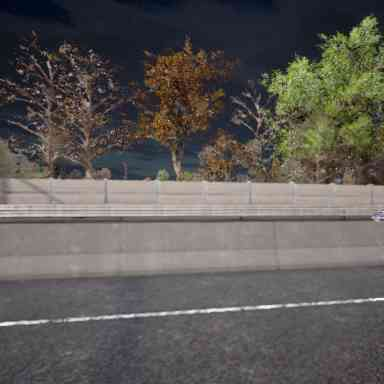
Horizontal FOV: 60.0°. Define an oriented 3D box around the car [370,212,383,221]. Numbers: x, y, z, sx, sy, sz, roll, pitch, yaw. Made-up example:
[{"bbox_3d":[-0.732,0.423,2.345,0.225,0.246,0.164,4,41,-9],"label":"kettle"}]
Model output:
[{"bbox_3d":[16.442,1.922,26.152,4.674,1.442,1.812,1,-1,-12],"label":"car"}]
